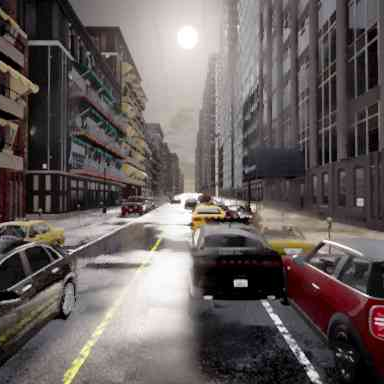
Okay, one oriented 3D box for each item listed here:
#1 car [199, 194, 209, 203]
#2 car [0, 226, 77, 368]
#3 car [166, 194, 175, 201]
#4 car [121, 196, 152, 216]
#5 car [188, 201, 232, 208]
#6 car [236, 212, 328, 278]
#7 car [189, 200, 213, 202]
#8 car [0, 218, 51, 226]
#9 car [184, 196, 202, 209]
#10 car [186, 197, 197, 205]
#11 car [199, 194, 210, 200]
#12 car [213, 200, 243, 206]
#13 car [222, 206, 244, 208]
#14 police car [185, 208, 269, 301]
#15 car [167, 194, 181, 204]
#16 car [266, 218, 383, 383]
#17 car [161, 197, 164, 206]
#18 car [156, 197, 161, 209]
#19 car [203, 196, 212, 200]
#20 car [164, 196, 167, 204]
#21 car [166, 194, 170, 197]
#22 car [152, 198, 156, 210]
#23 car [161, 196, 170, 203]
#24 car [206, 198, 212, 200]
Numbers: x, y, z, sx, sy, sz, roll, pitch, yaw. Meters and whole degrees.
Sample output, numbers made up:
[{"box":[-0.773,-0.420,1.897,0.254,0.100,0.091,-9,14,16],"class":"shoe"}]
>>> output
[{"box":[2.597,1.405,73.165,2.192,1.841,5.009,1,0,0],"class":"car"},{"box":[-3.108,1.513,4.568,1.837,1.490,4.892,0,0,0],"class":"car"},{"box":[-5.808,1.416,90.108,2.192,1.841,5.009,1,0,0],"class":"car"},{"box":[-5.724,1.364,33.595,2.192,1.841,5.009,1,0,0],"class":"car"},{"box":[0.873,1.508,18.457,1.882,1.535,5.008,0,0,0],"class":"car"},{"box":[2.685,1.545,11.168,1.752,1.417,4.829,1,0,0],"class":"car"},{"box":[0.864,1.564,24.458,1.812,1.442,4.674,0,0,0],"class":"car"},{"box":[-5.695,1.544,10.818,1.752,1.417,4.829,1,0,0],"class":"car"},{"box":[-0.050,1.627,46.026,1.994,1.385,4.181,0,0,0],"class":"car"},{"box":[-0.089,1.679,59.966,1.895,1.301,4.718,0,0,0],"class":"car"},{"box":[2.614,1.395,61.862,2.192,1.841,5.009,1,0,0],"class":"car"},{"box":[2.670,1.476,22.301,1.967,1.590,4.097,1,0,0],"class":"car"},{"box":[2.676,1.610,16.650,1.802,1.307,4.206,1,0,0],"class":"car"},{"box":[0.865,1.440,8.565,1.930,1.638,5.238,0,0,0],"class":"police car"},{"box":[-3.095,1.646,63.814,1.994,1.385,4.181,0,0,0],"class":"car"},{"box":[2.695,1.450,5.348,1.967,1.590,4.097,1,0,0],"class":"car"},{"box":[-5.753,1.613,50.549,1.887,1.381,4.507,1,0,0],"class":"car"},{"box":[-5.743,1.502,44.896,1.967,1.590,4.097,1,0,0],"class":"car"},{"box":[2.644,1.581,39.427,1.752,1.417,4.829,1,0,0],"class":"car"},{"box":[-5.762,1.641,56.200,1.947,1.339,4.313,1,0,0],"class":"car"},{"box":[-5.778,1.630,67.503,1.887,1.381,4.507,1,0,0],"class":"car"},{"box":[-5.736,1.581,39.075,1.752,1.417,4.829,1,0,0],"class":"car"},{"box":[-5.786,1.615,72.983,1.752,1.417,4.829,1,0,0],"class":"car"},{"box":[2.652,1.615,33.605,1.947,1.339,4.313,1,0,0],"class":"car"}]
